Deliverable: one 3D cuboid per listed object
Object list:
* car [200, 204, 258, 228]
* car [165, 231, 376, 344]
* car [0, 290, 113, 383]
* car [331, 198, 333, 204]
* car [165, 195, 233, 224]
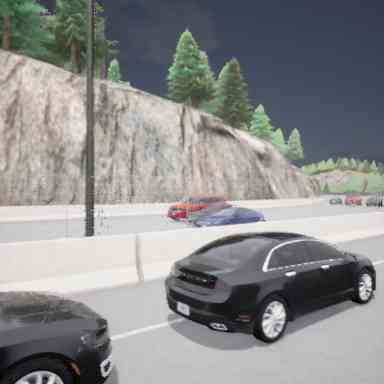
[{"bbox_3d":[2.368,1.596,19.347,4.674,1.442,1.812,0,0,-41],"label":"car"},{"bbox_3d":[1.796,1.530,6.542,4.892,1.490,1.837,0,0,-37],"label":"car"},{"bbox_3d":[-3.142,1.514,2.893,4.892,1.490,1.837,0,0,-36],"label":"car"},{"bbox_3d":[27.397,1.757,63.084,2.128,1.511,4.902,0,0,34],"label":"car"},{"bbox_3d":[0.663,1.318,27.092,5.566,2.045,2.150,0,0,-42],"label":"car"}]
